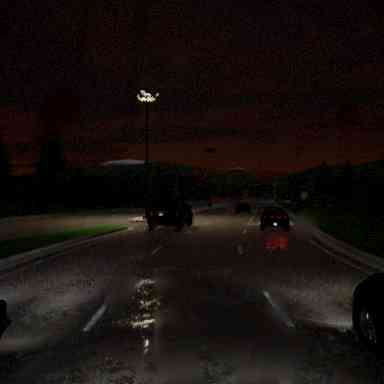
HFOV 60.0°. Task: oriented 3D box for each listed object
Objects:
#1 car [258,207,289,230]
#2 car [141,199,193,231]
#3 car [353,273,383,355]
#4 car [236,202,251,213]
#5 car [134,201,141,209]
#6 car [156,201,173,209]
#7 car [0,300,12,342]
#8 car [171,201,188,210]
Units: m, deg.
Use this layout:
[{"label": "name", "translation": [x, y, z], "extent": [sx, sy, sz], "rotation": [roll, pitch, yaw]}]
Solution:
[{"label": "car", "translation": [5.811, 1.815, 23.650], "extent": [1.837, 1.490, 4.892], "rotation": [0, -1, 11]}, {"label": "car", "translation": [-1.411, 1.530, 23.331], "extent": [2.150, 2.045, 5.566], "rotation": [0, -1, 11]}, {"label": "car", "translation": [3.555, 1.396, 3.388], "extent": [2.097, 1.767, 4.553], "rotation": [0, -1, 0]}, {"label": "car", "translation": [7.300, 2.095, 47.045], "extent": [1.882, 1.535, 5.008], "rotation": [0, -1, 12]}, {"label": "car", "translation": [-8.766, 2.349, 60.610], "extent": [2.033, 1.411, 5.357], "rotation": [0, -1, 13]}, {"label": "car", "translation": [-4.981, 2.382, 61.463], "extent": [1.812, 1.442, 4.674], "rotation": [0, -1, 12]}, {"label": "car", "translation": [-3.304, 1.635, 2.392], "extent": [1.895, 1.301, 4.718], "rotation": [0, -1, -2]}, {"label": "car", "translation": [-2.099, 2.334, 58.370], "extent": [1.994, 1.385, 4.181], "rotation": [0, -1, 13]}]
